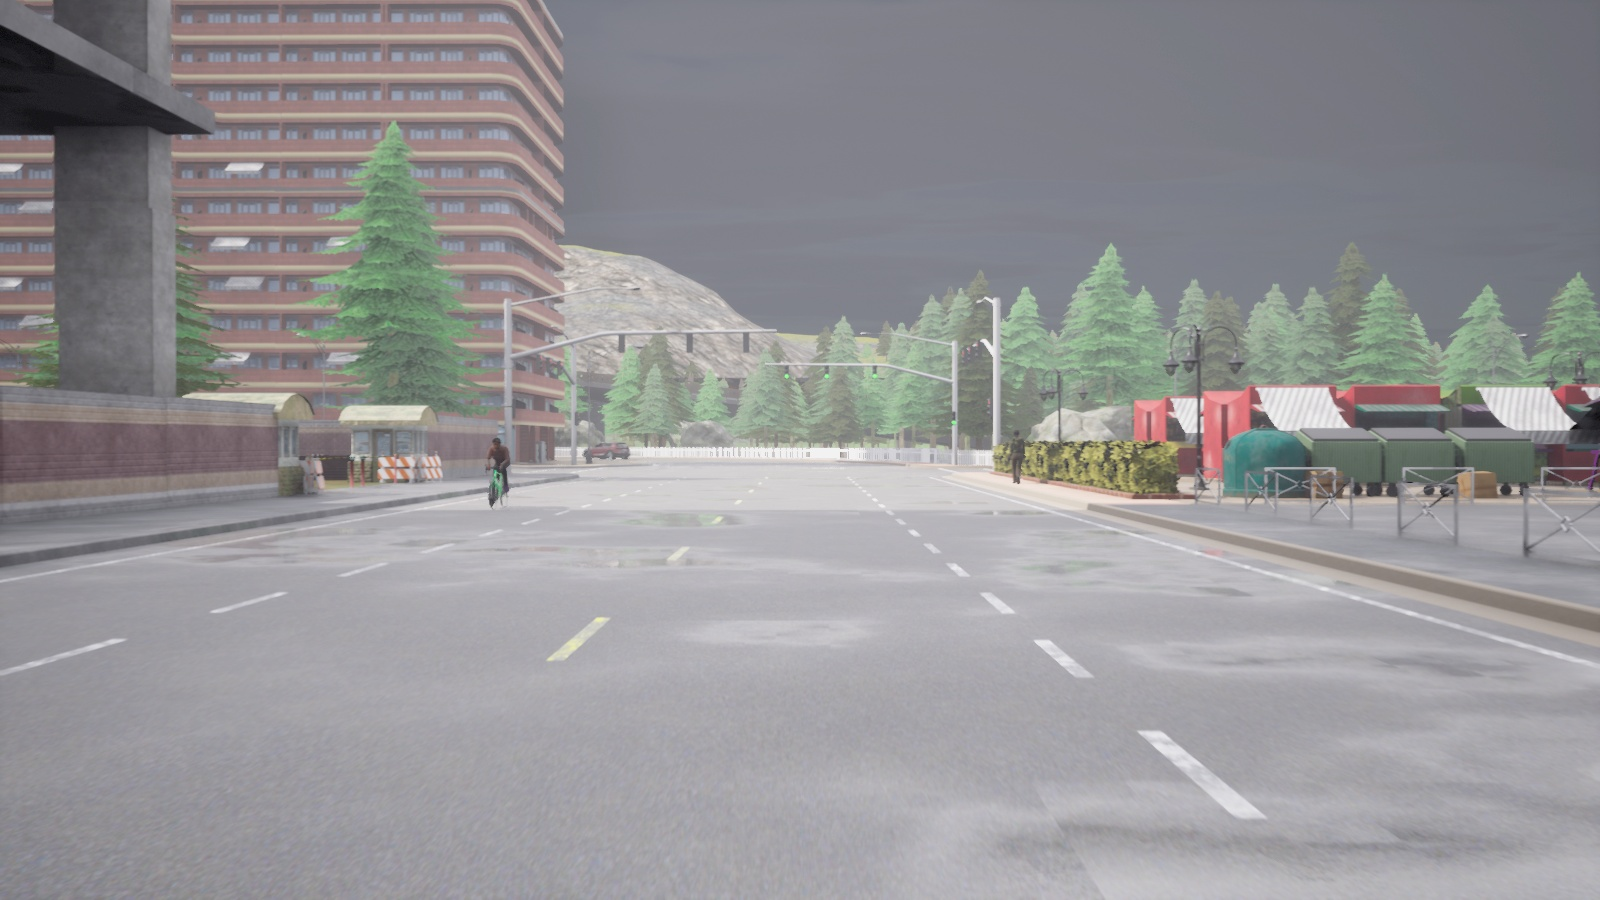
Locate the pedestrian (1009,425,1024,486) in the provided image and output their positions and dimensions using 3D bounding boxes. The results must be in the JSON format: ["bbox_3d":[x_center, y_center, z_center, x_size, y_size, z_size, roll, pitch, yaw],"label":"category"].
[{"bbox_3d":[6.966,0.178,40.449,0.395,1.930,0.692,0,0,2],"label":"pedestrian"}]

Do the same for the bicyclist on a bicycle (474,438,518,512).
[{"bbox_3d":[-6.823,0.534,28.263,0.582,1.620,1.656,0,1,0],"label":"bicyclist on a bicycle"}]
